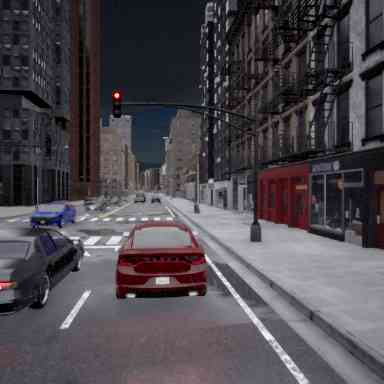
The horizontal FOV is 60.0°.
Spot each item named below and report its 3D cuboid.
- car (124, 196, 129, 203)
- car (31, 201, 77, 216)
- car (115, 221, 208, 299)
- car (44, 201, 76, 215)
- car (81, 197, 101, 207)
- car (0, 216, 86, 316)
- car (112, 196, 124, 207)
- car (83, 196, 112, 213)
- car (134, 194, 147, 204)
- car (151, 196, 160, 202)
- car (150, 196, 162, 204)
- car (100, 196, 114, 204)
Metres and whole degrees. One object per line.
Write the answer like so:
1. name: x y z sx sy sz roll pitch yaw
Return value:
1. car: -14.003 1.515 67.941 1.837 1.490 4.892 0 0 -6
2. car: -8.945 1.481 21.804 1.882 1.535 5.008 0 0 -6
3. car: -0.794 1.477 8.568 1.882 1.535 5.008 0 0 -6
4. car: -13.668 1.611 34.782 1.895 1.301 4.718 0 0 -6
5. car: -15.544 1.513 51.640 2.128 1.511 4.902 0 0 -6
6. car: -3.901 1.547 7.702 2.033 1.411 5.357 0 0 -6
7. car: -12.426 1.525 53.016 1.837 1.490 4.892 0 0 -6
8. car: -10.654 1.504 37.082 2.128 1.511 4.902 0 0 -6
9. car: -10.410 1.628 65.946 1.895 1.301 4.718 0 0 -6
10. car: -8.304 1.571 75.471 2.033 1.411 5.357 0 0 -6
11. car: -7.052 1.532 65.168 1.837 1.490 4.892 0 0 -6
12. car: -17.191 1.556 67.207 2.033 1.411 5.357 0 0 -6
